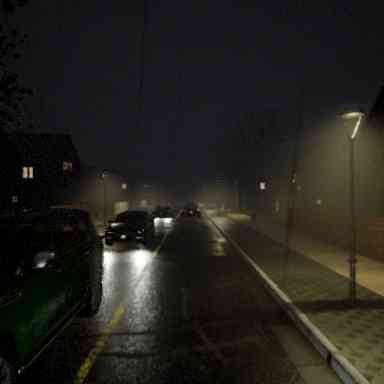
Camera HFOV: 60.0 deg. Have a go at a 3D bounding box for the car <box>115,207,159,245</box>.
[{"bbox_3d":[-2.925,1.697,16.585,1.837,1.490,4.892,0,-1,0],"label":"car"}]

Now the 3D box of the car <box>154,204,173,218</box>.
[{"bbox_3d":[-3.035,1.959,34.377,1.994,1.385,4.181,0,-1,0],"label":"car"}]

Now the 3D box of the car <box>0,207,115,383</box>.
[{"bbox_3d":[-2.870,1.283,4.754,2.150,2.045,5.566,0,-1,0],"label":"car"}]

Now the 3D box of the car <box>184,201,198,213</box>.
[{"bbox_3d":[-0.151,2.038,44.784,1.812,1.442,4.674,0,-1,0],"label":"car"}]

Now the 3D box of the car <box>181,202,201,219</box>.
[{"bbox_3d":[-0.083,1.957,34.350,1.994,1.385,4.181,0,-1,-1],"label":"car"}]
